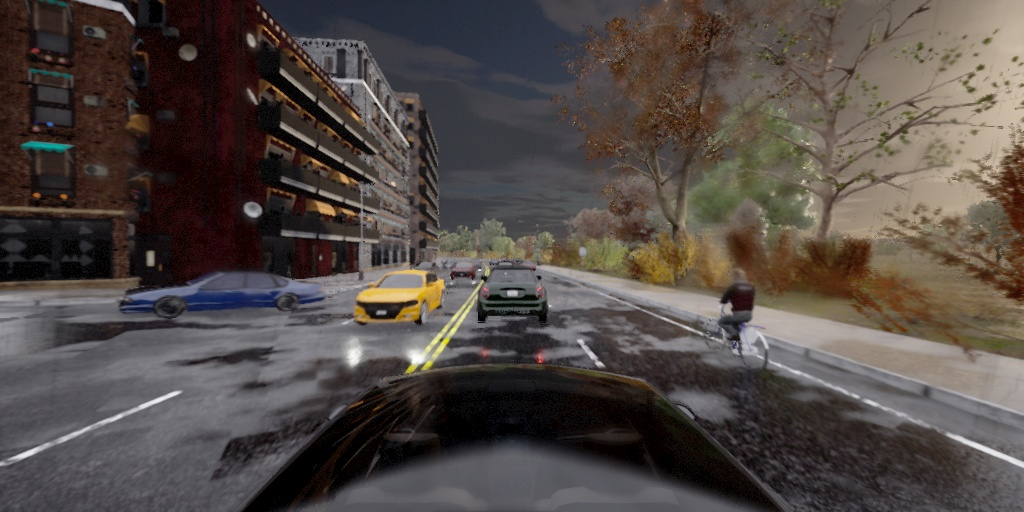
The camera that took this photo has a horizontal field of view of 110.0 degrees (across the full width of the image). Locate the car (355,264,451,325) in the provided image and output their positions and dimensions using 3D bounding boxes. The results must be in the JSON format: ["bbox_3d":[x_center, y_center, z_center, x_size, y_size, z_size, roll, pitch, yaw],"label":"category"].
[{"bbox_3d":[-3.462,1.210,11.901,1.882,1.535,5.008,0,0,-1],"label":"car"}]

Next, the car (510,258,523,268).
[{"bbox_3d":[0.736,1.117,60.295,1.837,1.490,4.892,0,1,-4],"label":"car"}]

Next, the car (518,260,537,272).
[{"bbox_3d":[1.907,1.215,45.154,1.994,1.385,4.181,0,0,-4],"label":"car"}]

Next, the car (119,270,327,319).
[{"bbox_3d":[-9.366,1.198,12.197,2.033,1.411,5.357,2,-1,44],"label":"car"}]

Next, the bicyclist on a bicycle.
[{"bbox_3d":[4.101,1.109,6.695,0.659,1.776,1.843,0,0,0],"label":"bicyclist on a bicycle"}]

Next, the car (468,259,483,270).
[{"bbox_3d":[-5.162,1.148,51.034,1.837,1.490,4.892,0,0,-4],"label":"car"}]

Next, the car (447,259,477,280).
[{"bbox_3d":[-4.001,1.170,30.313,1.882,1.535,5.008,0,0,-2],"label":"car"}]

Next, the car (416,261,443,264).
[{"bbox_3d":[-7.237,1.201,29.935,1.837,1.490,4.892,0,0,-2],"label":"car"}]

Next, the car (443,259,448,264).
[{"bbox_3d":[-8.248,1.144,48.397,2.128,1.511,4.902,0,0,-4],"label":"car"}]

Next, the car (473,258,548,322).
[{"bbox_3d":[-0.020,1.081,12.356,2.097,1.767,4.553,0,0,-1],"label":"car"}]
